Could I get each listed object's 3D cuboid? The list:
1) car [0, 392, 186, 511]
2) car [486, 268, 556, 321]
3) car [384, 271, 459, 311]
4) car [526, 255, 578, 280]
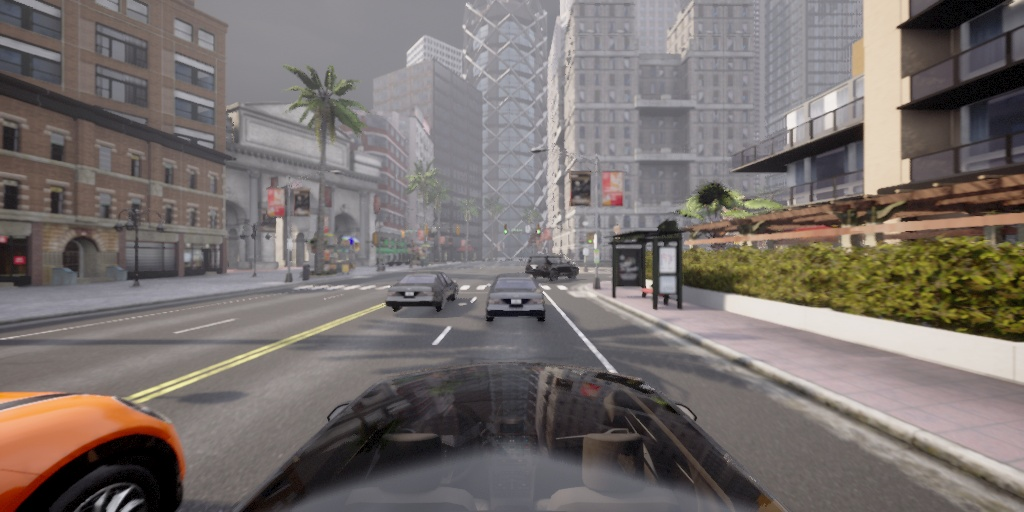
[{"bbox_3d":[-3.383,1.104,0.652,2.097,1.767,4.553,0,0,0],"label":"car"},{"bbox_3d":[0.094,1.299,12.390,2.033,1.411,5.357,0,0,0],"label":"car"},{"bbox_3d":[-3.398,1.302,14.383,2.033,1.411,5.357,0,0,0],"label":"car"},{"bbox_3d":[3.338,0.980,29.409,2.150,2.045,5.566,-1,-1,37],"label":"car"}]
